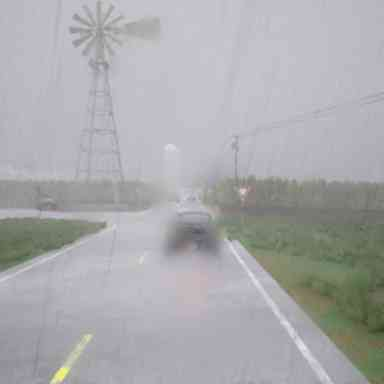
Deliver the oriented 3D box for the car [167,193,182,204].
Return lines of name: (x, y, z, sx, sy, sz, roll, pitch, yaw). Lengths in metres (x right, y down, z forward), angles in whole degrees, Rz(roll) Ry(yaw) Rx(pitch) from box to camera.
car: (-3.335, 1.118, 60.785, 2.150, 2.045, 5.566, 0, 0, 0)

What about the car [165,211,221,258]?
car: (0.039, 1.483, 12.741, 1.837, 1.490, 4.892, 0, 0, 0)

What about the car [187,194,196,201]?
car: (-0.129, 1.417, 75.179, 1.994, 1.385, 4.181, 0, 0, 0)

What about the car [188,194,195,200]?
car: (-0.146, 1.282, 85.212, 1.895, 1.301, 4.718, 0, 0, 0)

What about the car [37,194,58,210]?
car: (-17.290, 1.152, 39.632, 1.905, 1.878, 3.866, 0, 0, -31)

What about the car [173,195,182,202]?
car: (-3.331, 1.388, 76.166, 1.812, 1.442, 4.674, 0, 0, 0)
